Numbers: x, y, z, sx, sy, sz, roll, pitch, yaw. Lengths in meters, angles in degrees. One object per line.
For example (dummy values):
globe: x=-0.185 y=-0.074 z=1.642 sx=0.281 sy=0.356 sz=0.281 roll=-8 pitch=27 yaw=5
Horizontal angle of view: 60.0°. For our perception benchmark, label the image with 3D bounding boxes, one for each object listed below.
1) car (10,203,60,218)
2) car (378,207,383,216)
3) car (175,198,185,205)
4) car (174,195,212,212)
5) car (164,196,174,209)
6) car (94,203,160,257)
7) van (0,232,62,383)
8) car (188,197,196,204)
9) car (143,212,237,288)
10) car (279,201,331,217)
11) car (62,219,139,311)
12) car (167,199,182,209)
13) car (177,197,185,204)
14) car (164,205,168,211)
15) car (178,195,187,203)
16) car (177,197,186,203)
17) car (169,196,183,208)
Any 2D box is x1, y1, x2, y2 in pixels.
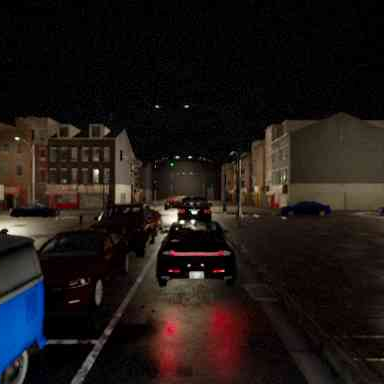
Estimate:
car: x=-14.440 y=1.723 z=30.660 sx=4.181 sy=1.385 sz=1.994 roll=0 pitch=0 yaw=0
car: x=21.256 y=1.719 z=33.530 sx=4.674 sy=1.442 sz=1.812 roll=0 pitch=0 yaw=0
car: x=-2.612 y=1.961 z=72.330 sx=2.008 sy=1.369 sz=4.403 roll=0 pitch=0 yaw=0
car: x=0.196 y=1.339 z=22.753 sx=2.150 sy=2.045 sz=5.566 roll=0 pitch=0 yaw=1
car: x=-2.625 y=1.556 z=45.198 sx=2.192 sy=1.841 sz=5.009 roll=0 pitch=0 yaw=0
car: x=-2.638 y=1.381 z=13.354 sx=2.192 sy=1.841 sz=5.009 roll=0 pitch=0 yaw=0
van: x=-2.643 y=1.354 z=2.486 sx=1.690 sy=1.788 sz=3.998 roll=0 pitch=0 yaw=0
car: x=0.034 y=1.910 z=75.567 sx=1.882 sy=1.535 sz=5.008 roll=0 pitch=0 yaw=0
car: x=0.104 y=1.538 z=9.388 sx=2.128 sy=1.511 sz=4.902 roll=0 pitch=0 yaw=0
car: x=11.362 y=1.658 z=33.556 sx=5.008 sy=1.535 sz=1.882 roll=0 pitch=0 yaw=0
car: x=-2.639 y=1.584 z=7.919 sx=1.887 sy=1.381 sz=4.507 roll=0 pitch=0 yaw=0
car: x=-2.621 y=1.839 z=50.622 sx=1.947 sy=1.339 sz=4.313 roll=0 pitch=0 yaw=0
car: x=-2.610 y=1.971 z=77.587 sx=1.752 sy=1.417 sz=4.829 roll=0 pitch=0 yaw=0
car: x=-2.635 y=1.639 z=18.787 sx=1.887 sy=1.381 sz=4.507 roll=0 pitch=0 yaw=0
car: x=-2.607 y=1.836 z=88.612 sx=2.192 sy=1.841 sz=5.009 roll=0 pitch=0 yaw=0
car: x=-2.607 y=2.050 z=83.184 sx=1.947 sy=1.339 sz=4.313 roll=0 pitch=0 yaw=0
car: x=-2.621 y=1.621 z=56.051 sx=2.192 sy=1.841 sz=5.009 roll=0 pitch=0 yaw=0
